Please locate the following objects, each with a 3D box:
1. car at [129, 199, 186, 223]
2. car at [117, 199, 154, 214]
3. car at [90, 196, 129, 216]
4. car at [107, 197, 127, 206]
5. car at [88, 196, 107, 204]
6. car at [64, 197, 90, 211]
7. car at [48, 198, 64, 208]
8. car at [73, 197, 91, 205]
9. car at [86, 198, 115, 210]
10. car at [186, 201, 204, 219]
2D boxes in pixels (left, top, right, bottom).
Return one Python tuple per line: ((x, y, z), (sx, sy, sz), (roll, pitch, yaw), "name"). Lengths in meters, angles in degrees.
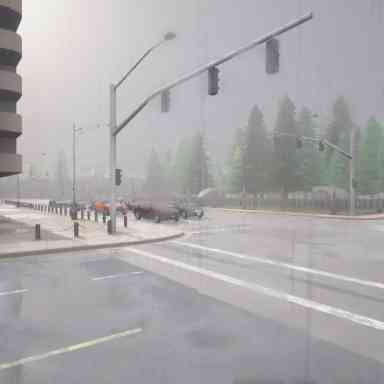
((-2.876, 1.533, 26.530), (1.882, 1.535, 5.008), (0, 0, -36), "car")
((-6.407, 1.547, 37.203), (2.128, 1.511, 4.902), (0, 0, -36), "car")
((-8.343, 1.407, 33.925), (2.097, 1.767, 4.553), (0, 0, -36), "car")
((-13.245, 1.581, 58.590), (1.812, 1.442, 4.674), (0, 0, -36), "car")
((-18.755, 1.547, 66.031), (2.128, 1.511, 4.902), (0, 0, -36), "car")
((-13.770, 1.547, 41.287), (2.128, 1.511, 4.902), (0, 0, -36), "car")
((-20.040, 1.603, 49.838), (2.033, 1.411, 5.357), (0, 0, -36), "car")
((-20.823, 1.656, 62.939), (1.895, 1.301, 4.718), (0, 0, -36), "car")
((-12.572, 1.603, 45.560), (2.033, 1.411, 5.357), (0, 0, -36), "car")
((-0.891, 1.547, 29.735), (2.128, 1.511, 4.902), (0, 0, -36), "car")
